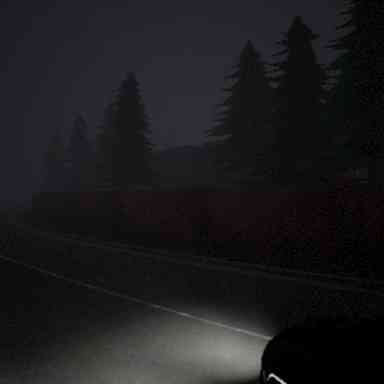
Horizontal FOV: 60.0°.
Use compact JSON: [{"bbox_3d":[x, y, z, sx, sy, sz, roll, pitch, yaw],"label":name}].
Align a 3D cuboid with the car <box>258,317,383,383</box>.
[{"bbox_3d":[2.725,1.526,2.125,4.674,1.442,1.812,-1,0,35],"label":"car"}]
